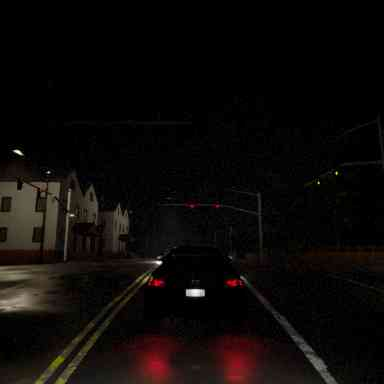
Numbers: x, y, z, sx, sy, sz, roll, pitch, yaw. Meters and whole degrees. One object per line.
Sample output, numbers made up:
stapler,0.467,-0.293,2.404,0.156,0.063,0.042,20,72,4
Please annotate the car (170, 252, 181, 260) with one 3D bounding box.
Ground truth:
car,-3.511,13.700,71.345,2.128,1.511,4.902,0,-11,0

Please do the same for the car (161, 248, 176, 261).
car,-3.596,9.723,51.666,2.097,1.767,4.553,0,-11,0

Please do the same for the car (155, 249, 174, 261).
car,-3.594,8.371,43.934,2.128,1.511,4.902,0,-11,0

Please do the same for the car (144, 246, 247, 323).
car,0.071,1.985,7.897,1.994,1.385,4.181,0,-7,0

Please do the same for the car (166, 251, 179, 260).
car,-3.571,11.755,61.456,2.128,1.511,4.902,0,-11,0
